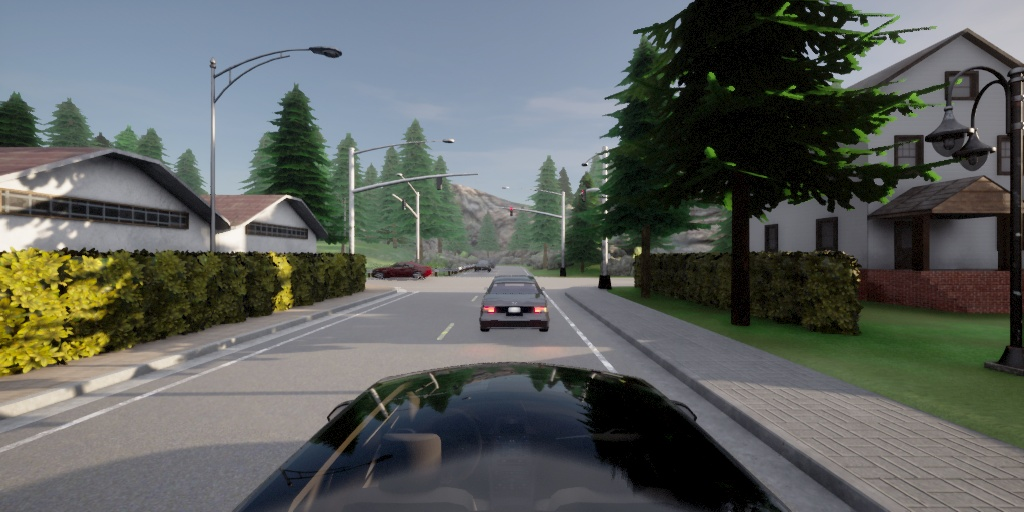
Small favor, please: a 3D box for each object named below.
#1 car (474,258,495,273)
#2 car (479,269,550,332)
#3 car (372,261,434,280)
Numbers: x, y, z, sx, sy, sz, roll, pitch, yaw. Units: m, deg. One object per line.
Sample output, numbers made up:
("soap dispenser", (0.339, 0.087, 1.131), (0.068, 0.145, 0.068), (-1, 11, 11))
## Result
("car", (-3.583, 1.228, 44.913), (1.882, 1.535, 5.008), (0, 0, 0))
("car", (0.071, 1.297, 10.848), (2.033, 1.411, 5.357), (0, 0, 0))
("car", (-9.155, 1.216, 30.106), (5.008, 1.535, 1.882), (0, 0, 0))
